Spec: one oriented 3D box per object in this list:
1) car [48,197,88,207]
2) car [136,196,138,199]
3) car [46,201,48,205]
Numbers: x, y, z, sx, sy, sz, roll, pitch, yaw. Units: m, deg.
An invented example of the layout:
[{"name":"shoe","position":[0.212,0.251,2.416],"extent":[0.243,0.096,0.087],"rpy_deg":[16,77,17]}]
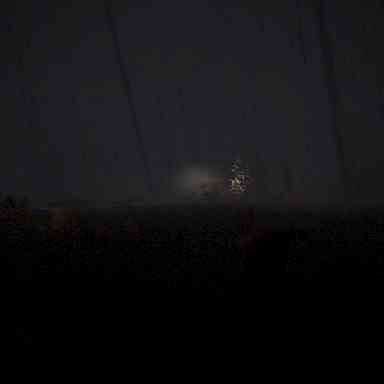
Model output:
[{"name":"car","position":[-18.567,1.644,50.632],"extent":[2.033,1.411,5.357],"rpy_deg":[0,0,34]},{"name":"car","position":[-12.298,1.667,72.597],"extent":[2.128,1.511,4.902],"rpy_deg":[0,0,34]},{"name":"car","position":[-22.629,1.649,57.172],"extent":[1.837,1.490,4.892],"rpy_deg":[0,2,34]}]
